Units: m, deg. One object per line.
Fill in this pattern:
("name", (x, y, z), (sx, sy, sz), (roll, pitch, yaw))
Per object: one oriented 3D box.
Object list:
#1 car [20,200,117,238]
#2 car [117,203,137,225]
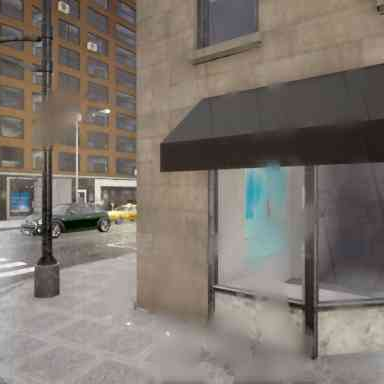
("car", (-6.626, 1.366, 17.807), (2.097, 1.767, 4.553), (0, 0, 36))
("car", (-4.825, 1.548, 24.633), (1.752, 1.417, 4.829), (0, 0, 36))
